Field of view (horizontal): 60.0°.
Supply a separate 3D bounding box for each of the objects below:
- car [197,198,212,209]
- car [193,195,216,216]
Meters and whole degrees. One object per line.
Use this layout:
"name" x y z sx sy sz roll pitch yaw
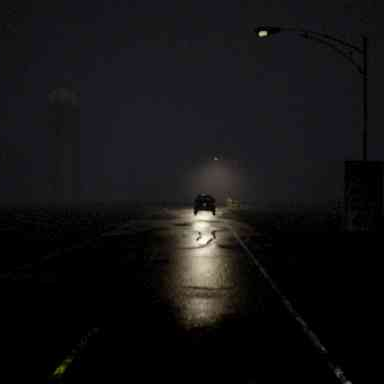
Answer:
"car" 1.839 1.653 48.825 2.128 1.511 4.902 1 0 2
"car" 1.322 1.321 34.571 2.150 2.045 5.566 1 -1 2
